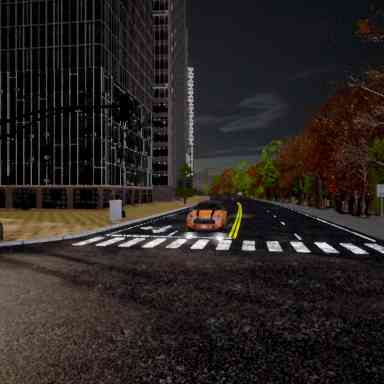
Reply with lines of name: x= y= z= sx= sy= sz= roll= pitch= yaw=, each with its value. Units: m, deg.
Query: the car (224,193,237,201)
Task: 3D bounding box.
car: x=7.498 y=1.086 z=64.778 sx=2.150 sy=2.045 sz=5.566 roll=0 pitch=0 yaw=7

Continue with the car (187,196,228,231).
car: x=1.045 y=1.349 z=20.670 sx=2.097 sy=1.767 sz=4.553 roll=0 pitch=0 yaw=10
